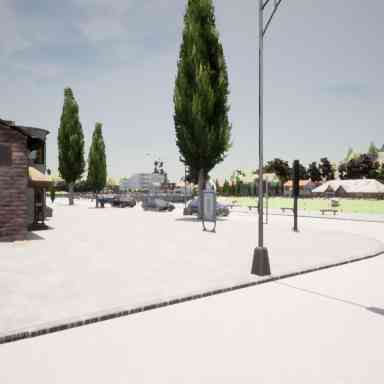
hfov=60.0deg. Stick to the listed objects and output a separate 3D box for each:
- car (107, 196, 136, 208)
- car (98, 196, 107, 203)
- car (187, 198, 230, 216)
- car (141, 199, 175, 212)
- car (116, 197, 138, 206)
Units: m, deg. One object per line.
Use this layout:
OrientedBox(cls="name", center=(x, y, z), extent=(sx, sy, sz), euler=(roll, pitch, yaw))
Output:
OrientedBox(cls="car", center=(-9.863, 1.478, 47.137), extent=(1.882, 1.535, 5.008), euler=(0, 0, -36))
OrientedBox(cls="car", center=(-16.894, 1.478, 64.074), extent=(1.882, 1.535, 5.008), euler=(0, 0, -36))
OrientedBox(cls="car", center=(1.482, 1.352, 31.287), extent=(2.097, 1.767, 4.553), euler=(0, 0, -36))
OrientedBox(cls="car", center=(-4.069, 1.547, 39.023), extent=(2.033, 1.411, 5.357), euler=(0, 0, -36))
OrientedBox(cls="car", center=(-10.939, 1.526, 55.782), extent=(1.812, 1.442, 4.674), euler=(0, 0, -36))
